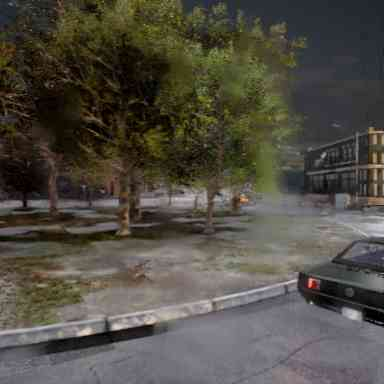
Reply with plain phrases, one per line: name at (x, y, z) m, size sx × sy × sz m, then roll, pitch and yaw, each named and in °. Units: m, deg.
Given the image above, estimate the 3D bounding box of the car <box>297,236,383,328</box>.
car at (4.151, 1.531, 6.330) m, size 4.718 × 1.301 × 1.895 m, roll 0°, pitch 1°, yaw -38°

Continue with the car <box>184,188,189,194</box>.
car at (-4.543, -0.283, 88.710) m, size 5.566 × 2.045 × 2.435 m, roll 0°, pitch 1°, yaw 9°

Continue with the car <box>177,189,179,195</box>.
car at (-6.191, 0.272, 77.810) m, size 4.674 × 1.452 × 2.002 m, roll 0°, pitch 1°, yaw 9°

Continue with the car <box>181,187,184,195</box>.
car at (-5.360, 0.106, 83.265) m, size 4.892 × 1.521 × 2.231 m, roll 0°, pitch 1°, yaw 9°

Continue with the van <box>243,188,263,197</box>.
van at (13.765, 0.106, 75.731) m, size 4.442 × 1.987 × 1.878 m, roll 0°, pitch 1°, yaw 9°

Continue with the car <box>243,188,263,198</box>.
car at (12.576, 0.532, 67.480) m, size 4.792 × 1.488 × 2.163 m, roll 0°, pitch 1°, yaw 9°

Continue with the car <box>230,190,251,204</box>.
car at (6.691, 0.862, 47.791) m, size 1.882 × 1.535 × 5.008 m, roll 0°, pitch 1°, yaw -2°

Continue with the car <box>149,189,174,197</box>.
car at (-7.001, 0.226, 72.349) m, size 4.553 × 1.767 × 2.185 m, roll 0°, pitch 1°, yaw 9°

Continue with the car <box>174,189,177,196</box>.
car at (-6.618, 0.294, 75.087) m, size 5.008 × 1.535 × 2.097 m, roll 0°, pitch 1°, yaw 9°

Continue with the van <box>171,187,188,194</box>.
van at (-3.561, -0.394, 94.137) m, size 4.442 × 1.987 × 1.878 m, roll 0°, pitch 1°, yaw 9°

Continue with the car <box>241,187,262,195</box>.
car at (16.014, -0.264, 89.315) m, size 5.566 × 2.045 × 2.435 m, roll 0°, pitch 2°, yaw 9°

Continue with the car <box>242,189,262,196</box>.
car at (15.150, 0.125, 83.960) m, size 5.008 × 1.535 × 2.097 m, roll 0°, pitch 2°, yaw 9°

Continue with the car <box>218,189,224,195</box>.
car at (5.676, 0.118, 73.074) m, size 2.150 × 2.045 × 5.566 m, roll 0°, pitch 1°, yaw 9°

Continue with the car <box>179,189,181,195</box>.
car at (-5.743, 0.045, 80.527) m, size 4.553 × 1.767 × 2.185 m, roll 0°, pitch 1°, yaw 9°
